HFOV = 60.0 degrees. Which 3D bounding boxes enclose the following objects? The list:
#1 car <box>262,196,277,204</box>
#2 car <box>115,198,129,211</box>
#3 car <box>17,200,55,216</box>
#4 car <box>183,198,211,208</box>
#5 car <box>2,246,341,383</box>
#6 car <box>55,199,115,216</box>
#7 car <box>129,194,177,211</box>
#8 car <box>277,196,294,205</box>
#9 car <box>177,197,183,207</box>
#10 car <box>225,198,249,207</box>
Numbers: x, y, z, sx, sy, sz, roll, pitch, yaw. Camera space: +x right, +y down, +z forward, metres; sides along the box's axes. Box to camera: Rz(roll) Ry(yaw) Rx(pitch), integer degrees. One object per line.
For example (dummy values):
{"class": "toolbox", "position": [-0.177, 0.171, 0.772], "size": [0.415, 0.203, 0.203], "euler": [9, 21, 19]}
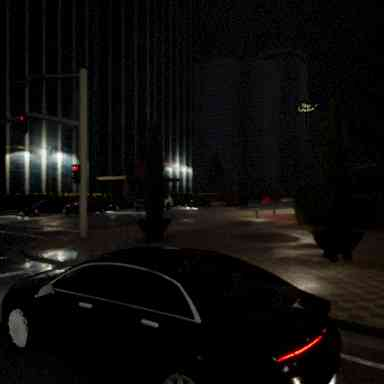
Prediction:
{"class": "car", "position": [14.621, 1.469, 61.902], "size": [1.882, 1.535, 5.008], "euler": [0, 0, 35]}
{"class": "car", "position": [-8.695, 1.491, 41.090], "size": [1.837, 1.490, 4.892], "euler": [0, 0, 35]}
{"class": "car", "position": [-14.323, 1.534, 33.032], "size": [2.033, 1.411, 5.357], "euler": [0, 0, 35]}
{"class": "car", "position": [1.107, 1.553, 48.981], "size": [1.994, 1.385, 4.181], "euler": [0, 0, 35]}
{"class": "car", "position": [-0.676, 1.504, 4.475], "size": [4.892, 1.490, 1.837], "euler": [0, 0, 36]}
{"class": "car", "position": [-10.374, 1.480, 32.579], "size": [2.128, 1.511, 4.902], "euler": [0, 0, 35]}
{"class": "car", "position": [-4.675, 1.210, 40.730], "size": [2.150, 2.045, 5.566], "euler": [0, 0, 35]}
{"class": "car", "position": [17.558, 1.518, 60.029], "size": [1.812, 1.442, 4.674], "euler": [0, 0, 34]}
{"class": "car", "position": [-2.713, 1.478, 49.632], "size": [2.128, 1.511, 4.902], "euler": [0, 0, 35]}
{"class": "car", "position": [6.986, 1.591, 50.971], "size": [1.895, 1.301, 4.718], "euler": [0, 0, 35]}
